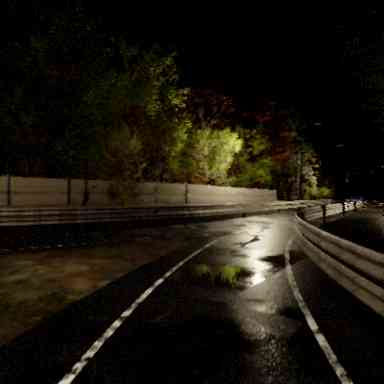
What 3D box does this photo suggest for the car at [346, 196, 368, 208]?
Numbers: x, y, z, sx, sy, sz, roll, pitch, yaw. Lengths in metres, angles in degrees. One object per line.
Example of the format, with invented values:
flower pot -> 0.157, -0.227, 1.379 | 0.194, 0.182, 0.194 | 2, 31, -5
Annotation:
car -> 30.014, 1.812, 60.536 | 2.150, 2.045, 5.566 | 1, 0, 33

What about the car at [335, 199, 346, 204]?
car -> 29.510, 2.121, 65.795 | 1.837, 1.490, 4.892 | 1, -1, 33
